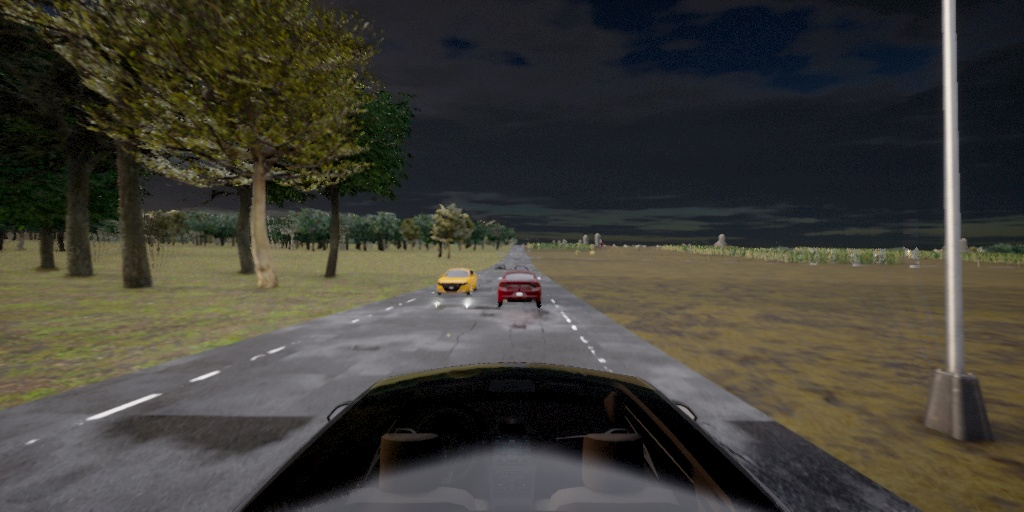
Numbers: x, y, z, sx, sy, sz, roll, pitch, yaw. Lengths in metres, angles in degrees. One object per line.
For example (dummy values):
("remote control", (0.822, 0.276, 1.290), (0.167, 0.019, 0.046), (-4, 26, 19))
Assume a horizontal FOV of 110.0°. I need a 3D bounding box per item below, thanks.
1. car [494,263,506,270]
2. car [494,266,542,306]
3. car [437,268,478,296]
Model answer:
("car", (-2.059, 1.855, 62.835), (1.994, 1.385, 4.181), (0, 0, 2))
("car", (0.361, 1.435, 17.073), (1.882, 1.535, 5.008), (0, -1, 1))
("car", (-3.222, 1.486, 21.899), (1.882, 1.535, 5.008), (0, -1, 2))
